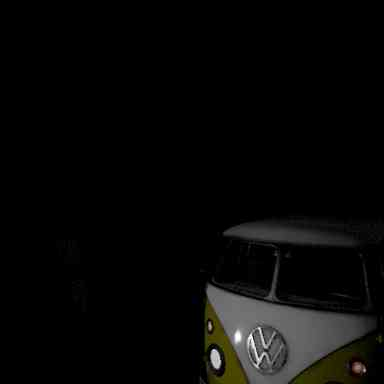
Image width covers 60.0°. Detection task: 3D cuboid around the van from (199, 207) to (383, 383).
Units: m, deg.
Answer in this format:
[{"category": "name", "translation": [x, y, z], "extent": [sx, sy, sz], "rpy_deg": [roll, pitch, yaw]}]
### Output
[{"category": "van", "translation": [1.787, 1.252, 4.335], "extent": [1.878, 1.987, 4.442], "rpy_deg": [0, 1, 36]}]
